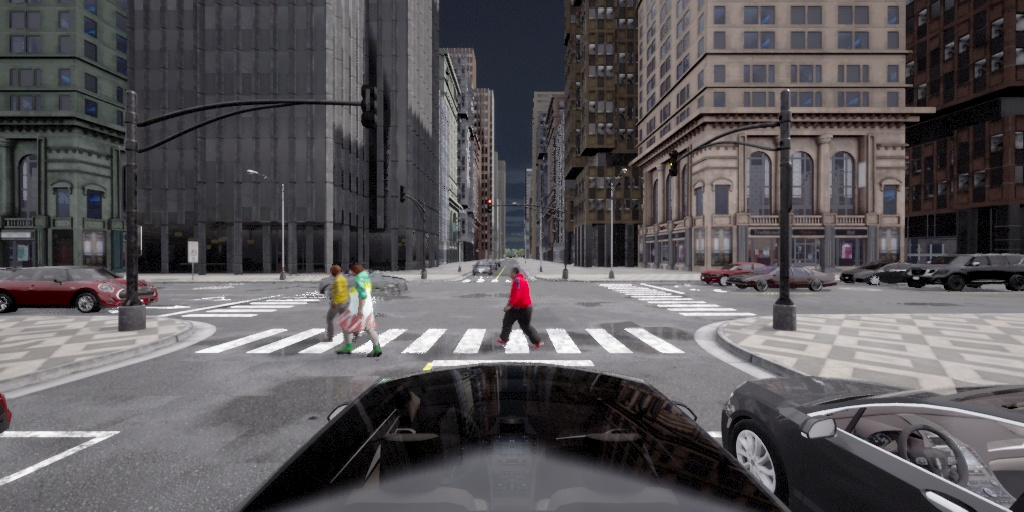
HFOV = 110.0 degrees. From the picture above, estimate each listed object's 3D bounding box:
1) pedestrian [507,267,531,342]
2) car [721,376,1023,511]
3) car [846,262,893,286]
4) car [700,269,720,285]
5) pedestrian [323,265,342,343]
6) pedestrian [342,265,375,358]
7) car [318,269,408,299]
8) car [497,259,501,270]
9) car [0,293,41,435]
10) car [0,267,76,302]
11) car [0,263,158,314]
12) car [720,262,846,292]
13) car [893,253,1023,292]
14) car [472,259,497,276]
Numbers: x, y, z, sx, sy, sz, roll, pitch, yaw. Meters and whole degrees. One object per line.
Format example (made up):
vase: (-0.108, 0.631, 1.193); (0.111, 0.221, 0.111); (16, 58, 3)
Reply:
pedestrian: (0.147, 1.049, 7.647); (0.375, 1.860, 0.375); (0, 0, 0)
car: (2.762, 1.300, 1.564); (2.007, 1.370, 4.403); (0, 0, 0)
car: (24.484, 1.161, 23.625); (4.892, 1.490, 1.837); (-1, 0, 0)
car: (15.102, 1.160, 23.638); (5.008, 1.535, 1.882); (0, 0, 0)
pedestrian: (-4.011, 1.051, 8.252); (0.375, 1.860, 0.375); (0, 0, 0)
pedestrian: (-3.011, 1.043, 7.047); (0.375, 1.860, 0.375); (0, 0, 0)
car: (-7.502, 1.332, 18.299); (4.181, 1.385, 1.994); (0, 0, -17)
car: (-2.912, 1.244, 49.059); (2.128, 1.511, 4.902); (0, 0, 0)
car: (-5.763, 1.190, 1.569); (1.967, 1.591, 4.097); (0, 0, 0)
car: (-24.199, 1.325, 16.981); (4.892, 1.490, 1.837); (0, 0, 0)
car: (-16.502, 1.164, 13.722); (4.553, 1.767, 2.097); (0, 0, 0)
car: (15.254, 1.243, 20.390); (5.357, 1.411, 2.033); (0, 0, 0)
car: (25.780, 0.887, 20.360); (5.566, 2.045, 2.150); (-1, 0, 1)
car: (-2.942, 1.242, 36.906); (2.128, 1.511, 4.902); (0, 0, 0)
